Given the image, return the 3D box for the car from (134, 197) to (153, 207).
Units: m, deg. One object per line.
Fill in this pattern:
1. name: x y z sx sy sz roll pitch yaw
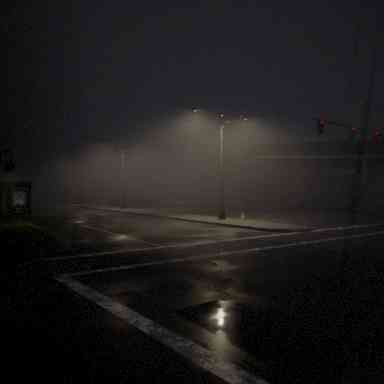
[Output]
1. car: -8.196 1.547 52.752 2.033 1.411 5.357 0 0 -35

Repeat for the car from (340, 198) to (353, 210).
1. car: 18.189 1.456 42.048 1.970 1.475 3.806 0 0 -35

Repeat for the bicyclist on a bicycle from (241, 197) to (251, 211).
1. bicyclist on a bicycle: 6.346 1.430 39.768 1.656 1.620 0.582 -6 -7 -37

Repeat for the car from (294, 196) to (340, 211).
1. car: 13.923 1.295 38.125 2.242 1.667 4.611 0 0 -35

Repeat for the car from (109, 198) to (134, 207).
1. car: -11.061 1.564 50.741 1.994 1.385 4.181 0 0 -35
